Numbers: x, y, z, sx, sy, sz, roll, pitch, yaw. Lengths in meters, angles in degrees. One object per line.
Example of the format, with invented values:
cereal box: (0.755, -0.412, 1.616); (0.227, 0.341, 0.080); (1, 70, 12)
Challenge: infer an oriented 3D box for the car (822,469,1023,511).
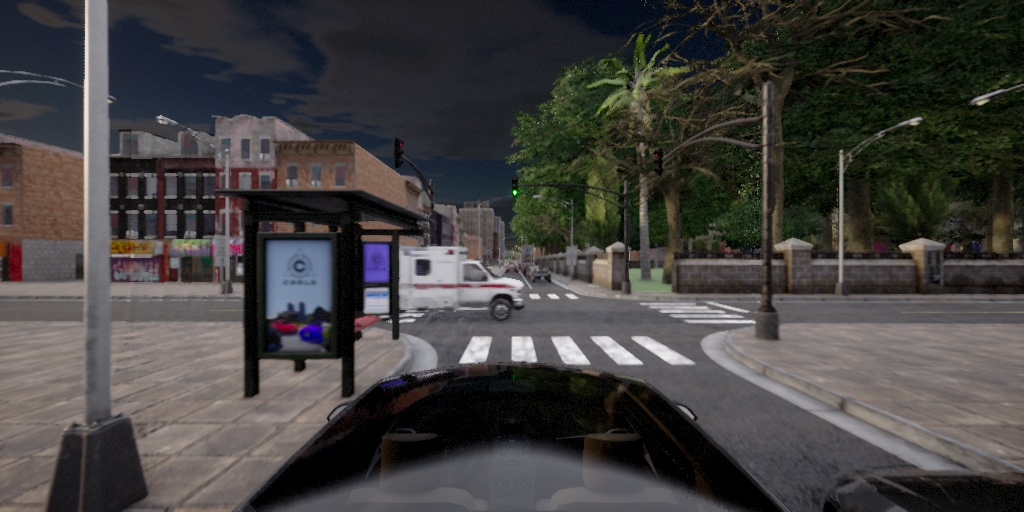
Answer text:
car: (2.637, 1.300, 0.209); (1.948, 1.339, 4.313); (0, 0, 0)

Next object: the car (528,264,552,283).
car: (2.624, 1.673, 32.719); (2.007, 1.370, 4.403); (0, 0, 0)

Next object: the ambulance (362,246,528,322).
ambulance: (-2.743, 0.904, 12.521); (6.366, 2.431, 2.351); (0, 0, 0)

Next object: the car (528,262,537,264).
car: (2.621, 1.722, 38.337); (1.751, 1.417, 4.829); (0, 0, 0)

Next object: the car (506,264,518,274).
car: (-0.023, 2.007, 57.283); (1.812, 1.442, 4.674); (0, -1, 0)
